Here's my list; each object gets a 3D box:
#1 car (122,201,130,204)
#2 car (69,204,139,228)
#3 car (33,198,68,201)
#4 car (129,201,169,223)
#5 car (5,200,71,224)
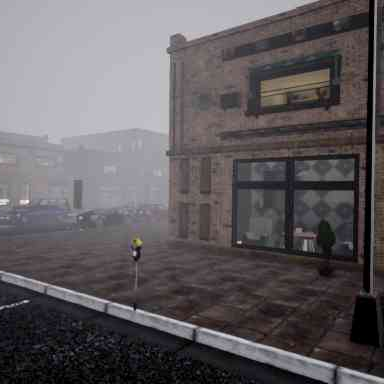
[{"bbox_3d":[-6.231,1.708,34.043,2.128,1.511,4.902,1,0,36],"label":"car"},{"bbox_3d":[-6.281,1.797,24.142,1.947,1.339,4.313,0,0,36],"label":"car"},{"bbox_3d":[-13.054,1.415,29.073,2.192,1.841,5.009,0,0,36],"label":"car"},{"bbox_3d":[-3.015,1.724,28.629,1.967,1.590,4.097,0,0,36],"label":"car"},{"bbox_3d":[-12.015,1.649,26.086,1.812,1.442,4.674,1,0,36],"label":"car"}]
